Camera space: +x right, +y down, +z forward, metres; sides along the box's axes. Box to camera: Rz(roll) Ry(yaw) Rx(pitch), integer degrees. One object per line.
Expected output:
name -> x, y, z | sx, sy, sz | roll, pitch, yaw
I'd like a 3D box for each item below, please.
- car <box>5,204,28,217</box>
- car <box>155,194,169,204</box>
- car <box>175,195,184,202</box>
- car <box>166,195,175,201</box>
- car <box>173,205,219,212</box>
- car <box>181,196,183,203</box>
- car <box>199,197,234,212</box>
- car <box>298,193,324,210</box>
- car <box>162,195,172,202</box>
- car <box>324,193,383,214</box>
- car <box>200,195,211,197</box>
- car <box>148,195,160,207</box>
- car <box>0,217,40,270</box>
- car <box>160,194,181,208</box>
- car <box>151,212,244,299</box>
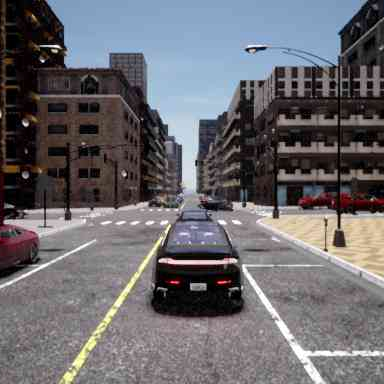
car -> -18.130, 1.800, 31.496 | 4.902, 1.511, 2.128 | -1, 0, 0
car -> -5.610, 1.323, 62.588 | 2.192, 1.841, 5.009 | 0, 0, 0
car -> -2.898, 1.555, 79.039 | 2.033, 1.411, 5.357 | 0, 0, 0
car -> -5.580, 1.462, 85.318 | 1.967, 1.590, 4.097 | 0, 0, 0
car -> 0.121, 1.561, 17.019 | 1.994, 1.385, 4.181 | 0, 0, 0
car -> -3.005, 1.607, 58.103 | 1.895, 1.301, 4.718 | 0, 0, 0
car -> 2.667, 1.509, 37.959 | 4.181, 1.385, 1.994 | -1, -2, 40
car -> 14.608, 1.007, 37.512 | 5.009, 1.841, 2.192 | -1, 1, 0
car -> -5.595, 1.454, 73.953 | 1.967, 1.590, 4.097 | 0, 0, 0
car -> 14.731, 1.023, 29.134 | 5.009, 1.841, 2.192 | -1, 1, 0
car -> 2.763, 1.446, 56.896 | 1.967, 1.590, 4.097 | 0, 0, 0
car -> -5.624, 1.569, 51.223 | 1.947, 1.339, 4.313 | 0, 0, 0
car -> -5.730, 1.580, 9.199 | 1.802, 1.307, 4.206 | 0, 0, 0
car -> -3.003, 1.355, 48.170 | 2.097, 1.767, 4.553 | 0, 0, 0
car -> 0.113, 1.490, 8.405 | 2.128, 1.511, 4.902 | 0, 0, 0
